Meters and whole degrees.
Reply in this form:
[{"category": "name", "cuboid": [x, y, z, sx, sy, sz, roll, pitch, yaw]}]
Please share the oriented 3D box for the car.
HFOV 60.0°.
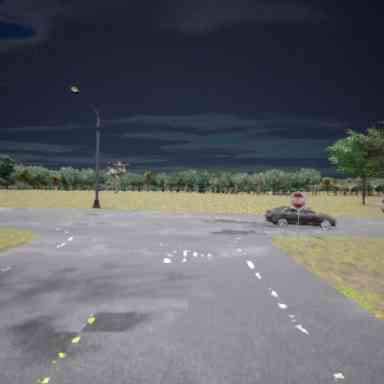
[{"category": "car", "cuboid": [7.499, 1.728, 23.195, 4.892, 1.490, 1.837, 3, 1, 0]}]
